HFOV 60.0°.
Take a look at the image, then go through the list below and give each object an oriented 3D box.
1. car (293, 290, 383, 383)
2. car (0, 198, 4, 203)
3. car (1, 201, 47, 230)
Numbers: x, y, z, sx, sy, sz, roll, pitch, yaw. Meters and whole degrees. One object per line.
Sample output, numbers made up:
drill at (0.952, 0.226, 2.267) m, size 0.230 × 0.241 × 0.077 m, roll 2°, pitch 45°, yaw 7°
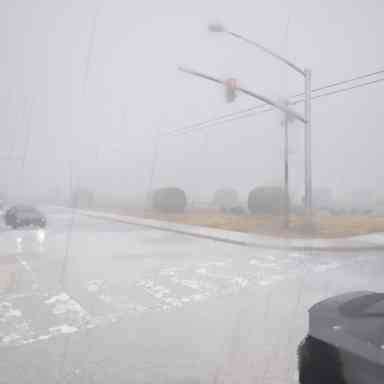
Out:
car at (2.899, 1.526, 1.756) m, size 2.128 × 1.511 × 4.902 m, roll 0°, pitch 0°, yaw -35°
car at (-25.400, 1.189, 42.604) m, size 2.097 × 1.767 × 4.553 m, roll 0°, pitch 0°, yaw -35°
car at (-10.937, 1.567, 21.727) m, size 2.033 × 1.411 × 5.357 m, roll 0°, pitch 0°, yaw -35°
